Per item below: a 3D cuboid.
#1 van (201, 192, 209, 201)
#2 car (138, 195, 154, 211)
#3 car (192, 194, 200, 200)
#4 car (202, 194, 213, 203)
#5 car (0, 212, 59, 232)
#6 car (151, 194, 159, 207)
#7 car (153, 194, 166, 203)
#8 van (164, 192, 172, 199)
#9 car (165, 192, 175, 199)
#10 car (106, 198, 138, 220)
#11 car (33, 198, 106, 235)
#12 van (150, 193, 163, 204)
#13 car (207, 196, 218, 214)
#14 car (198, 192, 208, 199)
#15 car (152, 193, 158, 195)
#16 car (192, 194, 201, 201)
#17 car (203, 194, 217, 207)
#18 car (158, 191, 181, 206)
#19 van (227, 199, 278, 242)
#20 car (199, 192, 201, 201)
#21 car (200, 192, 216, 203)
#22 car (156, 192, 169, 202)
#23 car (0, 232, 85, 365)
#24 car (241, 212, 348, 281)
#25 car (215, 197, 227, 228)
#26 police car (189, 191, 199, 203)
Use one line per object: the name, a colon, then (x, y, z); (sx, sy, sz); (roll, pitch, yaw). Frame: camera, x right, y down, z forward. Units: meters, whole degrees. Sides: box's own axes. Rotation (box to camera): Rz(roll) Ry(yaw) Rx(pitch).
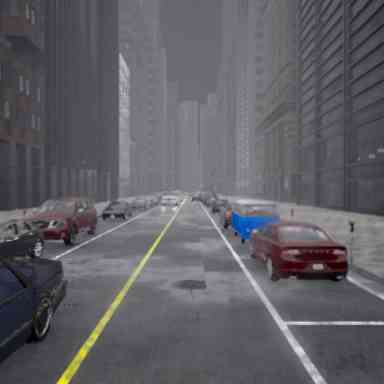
van: (2.719, 0.933, 71.199); (1.690, 1.788, 3.998); (0, 0, 0)
car: (-5.785, 1.326, 37.527); (2.008, 1.369, 4.403); (0, 0, 0)
car: (0.853, 1.090, 76.542); (1.812, 1.442, 4.674); (0, 0, 0)
car: (2.726, 1.176, 60.152); (1.752, 1.417, 4.829); (0, 0, 0)
car: (-5.767, 1.492, 9.481); (2.008, 1.369, 4.403); (0, 0, 0)
car: (-5.789, 1.326, 43.137); (1.802, 1.307, 4.206); (0, 0, 0)
car: (-5.799, 1.092, 59.964); (1.967, 1.590, 4.097); (0, 0, 0)
van: (-5.813, 0.874, 82.402); (1.690, 1.788, 3.998); (0, 0, 0)
car: (-5.817, 0.818, 88.011); (2.192, 1.841, 5.009); (0, 0, 0)
car: (-5.778, 1.405, 26.309); (1.947, 1.339, 4.313); (0, 0, 0)
car: (-5.770, 1.222, 15.089); (2.192, 1.841, 5.009); (0, 0, 0)
van: (-5.796, 1.024, 54.354); (1.690, 1.788, 3.998); (0, 0, 0)
car: (2.744, 1.372, 31.937); (1.947, 1.339, 4.313); (0, 0, 0)
car: (2.712, 0.847, 82.417); (2.192, 1.841, 5.009); (0, 0, 0)
car: (-5.792, 1.239, 48.576); (1.752, 1.417, 4.829); (0, 0, 0)
car: (0.856, 1.121, 70.542); (1.812, 1.442, 4.674); (0, 0, 0)
car: (2.736, 1.325, 43.155); (1.802, 1.307, 4.206); (0, 0, 0)
car: (-3.107, 0.945, 47.220); (2.150, 2.045, 5.566); (0, 0, 0)
van: (2.755, 1.247, 15.109); (1.690, 1.788, 3.998); (0, 0, 0)
car: (2.730, 0.997, 54.372); (2.192, 1.841, 5.009); (0, 0, 0)
car: (2.733, 1.028, 48.762); (2.192, 1.841, 5.009); (0, 0, 0)
car: (-5.803, 0.937, 65.573); (2.192, 1.841, 5.009); (0, 0, 0)
car: (-3.103, 1.524, 3.641); (2.033, 1.411, 5.357); (0, 0, 0)
car: (2.758, 1.485, 9.501); (1.887, 1.381, 4.507); (0, 0, 0)
car: (2.751, 1.312, 20.718); (1.967, 1.590, 4.097); (0, 0, 0)
police car: (0.862, 1.074, 60.652); (1.930, 1.638, 5.238); (0, 0, 0)
